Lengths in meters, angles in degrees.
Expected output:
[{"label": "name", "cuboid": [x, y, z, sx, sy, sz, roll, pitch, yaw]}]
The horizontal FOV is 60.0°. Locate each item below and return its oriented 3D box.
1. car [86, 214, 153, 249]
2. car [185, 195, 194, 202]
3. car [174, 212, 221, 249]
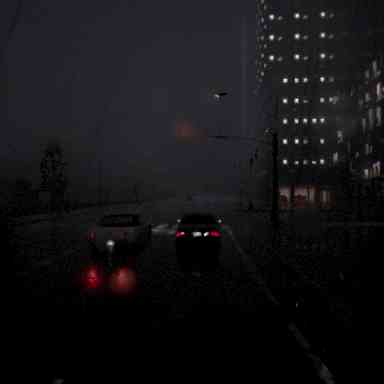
[{"label": "car", "cuboid": [-2.947, 1.614, 14.585, 1.895, 1.301, 4.718, 0, 0, 2]}, {"label": "car", "cuboid": [-0.585, 1.467, 78.338, 1.882, 1.535, 5.008, 0, 0, 6]}, {"label": "car", "cuboid": [0.300, 1.562, 14.423, 2.033, 1.411, 5.357, 0, 0, 2]}]
